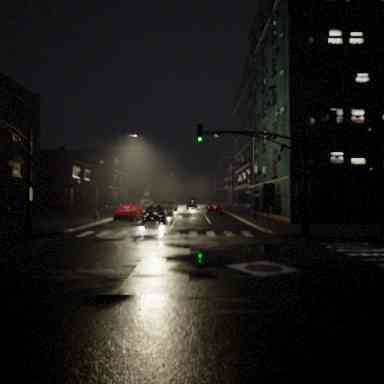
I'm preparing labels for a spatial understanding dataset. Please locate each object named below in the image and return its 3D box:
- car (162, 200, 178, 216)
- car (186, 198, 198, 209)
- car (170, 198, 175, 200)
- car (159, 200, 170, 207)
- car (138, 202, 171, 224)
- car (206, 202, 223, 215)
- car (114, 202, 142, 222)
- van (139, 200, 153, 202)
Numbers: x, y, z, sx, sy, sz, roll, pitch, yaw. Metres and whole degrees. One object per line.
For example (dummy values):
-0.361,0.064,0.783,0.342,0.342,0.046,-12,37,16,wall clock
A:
-3.091,1.998,38.156,2.033,1.411,5.357,0,-1,0,car
-0.005,2.225,57.340,2.033,1.411,5.357,0,-1,0,car
-3.093,2.054,48.817,1.882,1.535,5.008,0,-1,0,car
-5.683,2.404,69.471,1.802,1.307,4.206,1,-1,0,car
-3.097,1.840,28.280,1.837,1.490,4.892,0,-1,0,car
2.702,1.926,41.103,1.967,1.590,4.097,1,-1,0,car
-5.756,1.896,29.672,1.887,1.381,4.507,1,-1,0,car
-5.676,1.826,41.042,1.690,1.788,3.998,1,-1,0,van
